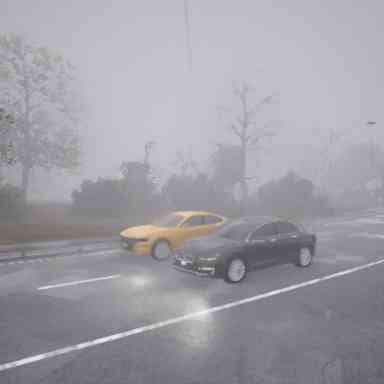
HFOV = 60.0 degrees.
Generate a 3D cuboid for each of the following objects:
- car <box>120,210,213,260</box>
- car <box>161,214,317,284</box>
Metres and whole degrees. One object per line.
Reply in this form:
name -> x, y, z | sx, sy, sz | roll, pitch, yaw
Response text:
car -> -0.261, 1.486, 12.626 | 5.008, 1.535, 1.882 | 0, 0, -38
car -> 1.721, 1.508, 9.741 | 4.892, 1.490, 1.837 | 0, 0, -37
